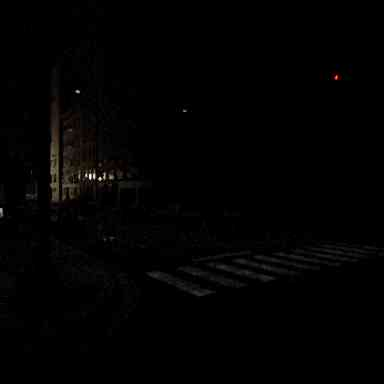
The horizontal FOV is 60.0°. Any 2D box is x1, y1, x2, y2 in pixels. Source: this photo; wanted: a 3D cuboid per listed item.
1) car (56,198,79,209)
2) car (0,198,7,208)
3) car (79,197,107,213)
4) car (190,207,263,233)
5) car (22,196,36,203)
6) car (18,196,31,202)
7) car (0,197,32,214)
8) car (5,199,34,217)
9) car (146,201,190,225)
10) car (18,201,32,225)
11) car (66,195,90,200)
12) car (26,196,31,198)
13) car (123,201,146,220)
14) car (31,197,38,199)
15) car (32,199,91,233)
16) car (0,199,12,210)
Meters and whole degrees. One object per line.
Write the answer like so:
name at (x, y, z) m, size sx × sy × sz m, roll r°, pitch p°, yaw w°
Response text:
car at (-17.434, 1.523, 46.343) m, size 1.752 × 1.417 × 4.829 m, roll 0°, pitch 0°, yaw -36°
car at (-27.064, 1.506, 45.957) m, size 2.008 × 1.369 × 4.403 m, roll 0°, pitch 0°, yaw -36°
car at (-10.848, 1.583, 37.278) m, size 1.802 × 1.307 × 4.206 m, roll 0°, pitch 0°, yaw -36°
car at (2.119, 1.559, 19.415) m, size 2.008 × 1.369 × 4.403 m, roll 0°, pitch 0°, yaw -36°
car at (-33.640, 1.520, 68.676) m, size 1.752 × 1.417 × 4.829 m, roll 0°, pitch 0°, yaw -36°
car at (-36.782, 1.541, 73.004) m, size 1.887 × 1.381 × 4.507 m, roll 0°, pitch 0°, yaw -36°
car at (-17.338, 1.511, 32.558) m, size 2.008 × 1.369 × 4.403 m, roll 0°, pitch 0°, yaw -36°
car at (-14.096, 1.513, 28.092) m, size 2.008 × 1.369 × 4.403 m, roll 0°, pitch 0°, yaw -36°
car at (-1.222, 1.532, 24.019) m, size 1.752 × 1.417 × 4.829 m, roll 0°, pitch 0°, yaw -36°
car at (-10.854, 1.546, 23.626) m, size 1.802 × 1.307 × 4.206 m, roll 0°, pitch 0°, yaw -36°
car at (-14.089, 1.314, 41.745) m, size 2.192 × 1.841 × 5.009 m, roll 0°, pitch 0°, yaw -36°
car at (-30.298, 1.575, 64.072) m, size 1.802 × 1.307 × 4.206 m, roll 0°, pitch 0°, yaw -36°
car at (-4.363, 1.445, 28.346) m, size 1.967 × 1.590 × 4.097 m, roll 0°, pitch 0°, yaw -36°
car at (-27.057, 1.575, 59.607) m, size 1.802 × 1.307 × 4.206 m, roll 0°, pitch 0°, yaw -36°
car at (-7.611, 1.406, 19.160) m, size 1.967 × 1.590 × 4.097 m, roll 0°, pitch 0°, yaw -36°
car at (-23.822, 1.539, 41.491) m, size 1.802 × 1.307 × 4.206 m, roll 0°, pitch 0°, yaw -36°
